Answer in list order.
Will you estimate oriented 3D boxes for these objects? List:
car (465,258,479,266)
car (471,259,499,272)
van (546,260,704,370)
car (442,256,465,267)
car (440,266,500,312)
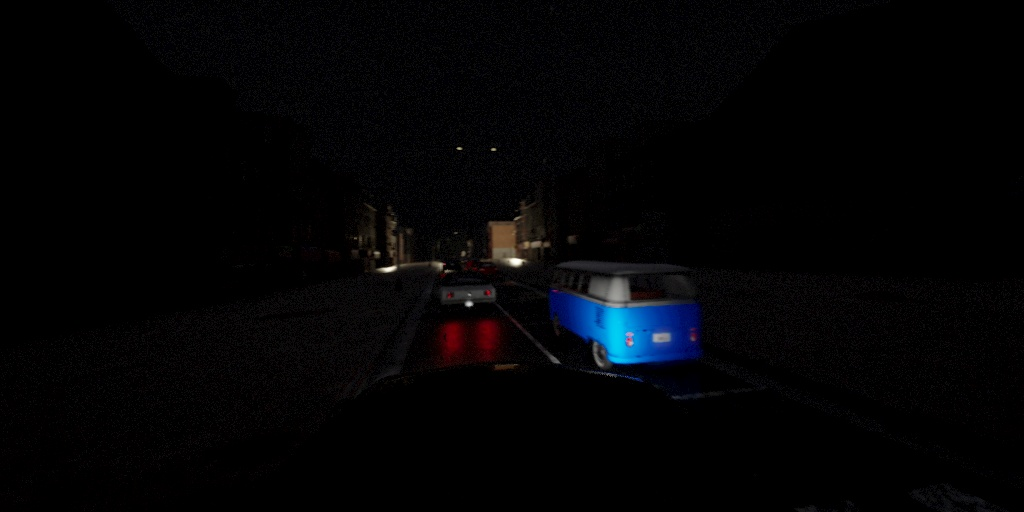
[{"bbox_3d":[-5.080,0.937,47.433,1.882,1.535,5.008,-2,0,-10],"label":"car"},{"bbox_3d":[-2.005,1.119,28.781,1.802,1.307,4.207,0,0,-10],"label":"car"},{"bbox_3d":[1.959,0.993,7.276,1.690,1.789,3.998,0,0,-10],"label":"van"},{"bbox_3d":[-6.755,0.912,40.183,2.097,1.767,4.553,-2,0,-10],"label":"car"},{"bbox_3d":[-1.838,1.279,14.018,1.895,1.301,4.718,-2,1,-11],"label":"car"}]
